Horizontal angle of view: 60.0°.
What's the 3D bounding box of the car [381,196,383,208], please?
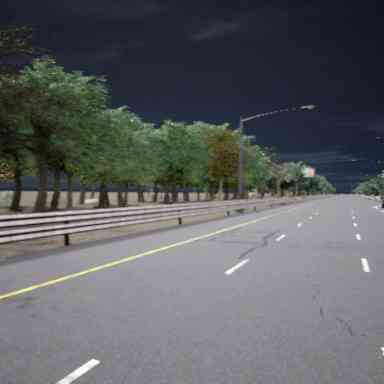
[{"bbox_3d":[31.630,1.517,53.297,2.150,2.045,5.566,0,0,30],"label":"car"}]
